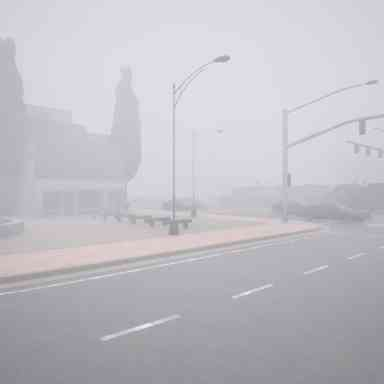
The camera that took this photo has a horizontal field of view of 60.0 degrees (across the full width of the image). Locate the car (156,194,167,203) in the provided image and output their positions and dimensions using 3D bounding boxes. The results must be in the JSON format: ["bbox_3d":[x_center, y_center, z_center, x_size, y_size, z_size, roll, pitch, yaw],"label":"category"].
[{"bbox_3d":[-6.065,1.563,61.442,1.994,1.385,4.181,0,0,-40],"label":"car"}]

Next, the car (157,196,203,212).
[{"bbox_3d":[-1.502,1.547,39.492,2.033,1.411,5.357,0,0,-40],"label":"car"}]

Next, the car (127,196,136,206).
[{"bbox_3d":[-11.129,1.477,50.903,1.882,1.535,5.008,0,1,-40],"label":"car"}]

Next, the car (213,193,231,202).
[{"bbox_3d":[6.873,1.394,69.050,3.806,1.475,1.970,0,0,-42],"label":"car"}]

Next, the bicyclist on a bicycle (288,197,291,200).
[{"bbox_3d":[12.890,1.260,44.827,1.656,1.620,0.582,-7,4,-40],"label":"bicyclist on a bicycle"}]

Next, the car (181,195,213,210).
[{"bbox_3d":[-0.030,1.490,43.172,2.128,1.511,4.902,0,0,-40],"label":"car"}]

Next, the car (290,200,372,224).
[{"bbox_3d":[10.559,1.547,25.244,2.033,1.411,5.357,0,0,-40],"label":"car"}]

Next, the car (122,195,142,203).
[{"bbox_3d":[-12.514,1.476,68.999,1.882,1.535,5.008,0,0,-40],"label":"car"}]

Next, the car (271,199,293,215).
[{"bbox_3d":[9.857,1.477,31.489,1.882,1.535,5.008,0,0,-40],"label":"car"}]

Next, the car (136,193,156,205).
[{"bbox_3d":[-9.146,1.490,59.660,2.128,1.511,4.902,0,0,-40],"label":"car"}]

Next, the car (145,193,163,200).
[{"bbox_3d":[-10.018,1.152,88.037,4.605,1.855,1.932,0,0,-42],"label":"car"}]

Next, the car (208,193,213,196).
[{"bbox_3d":[4.955,1.154,71.218,3.866,1.878,1.905,0,0,-42],"label":"car"}]
